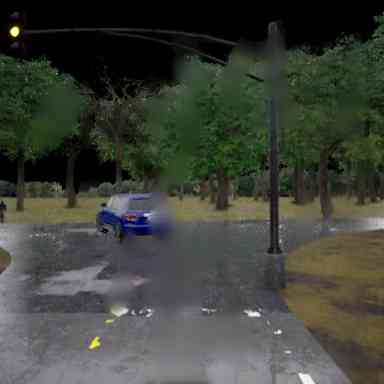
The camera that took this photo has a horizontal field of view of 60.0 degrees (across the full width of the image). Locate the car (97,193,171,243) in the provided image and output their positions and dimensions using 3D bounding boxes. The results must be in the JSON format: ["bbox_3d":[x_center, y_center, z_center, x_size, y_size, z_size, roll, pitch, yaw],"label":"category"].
[{"bbox_3d":[-2.902,1.077,15.776,2.150,2.045,5.566,-1,2,-28],"label":"car"}]

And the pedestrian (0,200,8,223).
[{"bbox_3d":[-15.234,1.523,26.784,0.375,1.860,0.375,0,-1,0],"label":"pedestrian"}]
